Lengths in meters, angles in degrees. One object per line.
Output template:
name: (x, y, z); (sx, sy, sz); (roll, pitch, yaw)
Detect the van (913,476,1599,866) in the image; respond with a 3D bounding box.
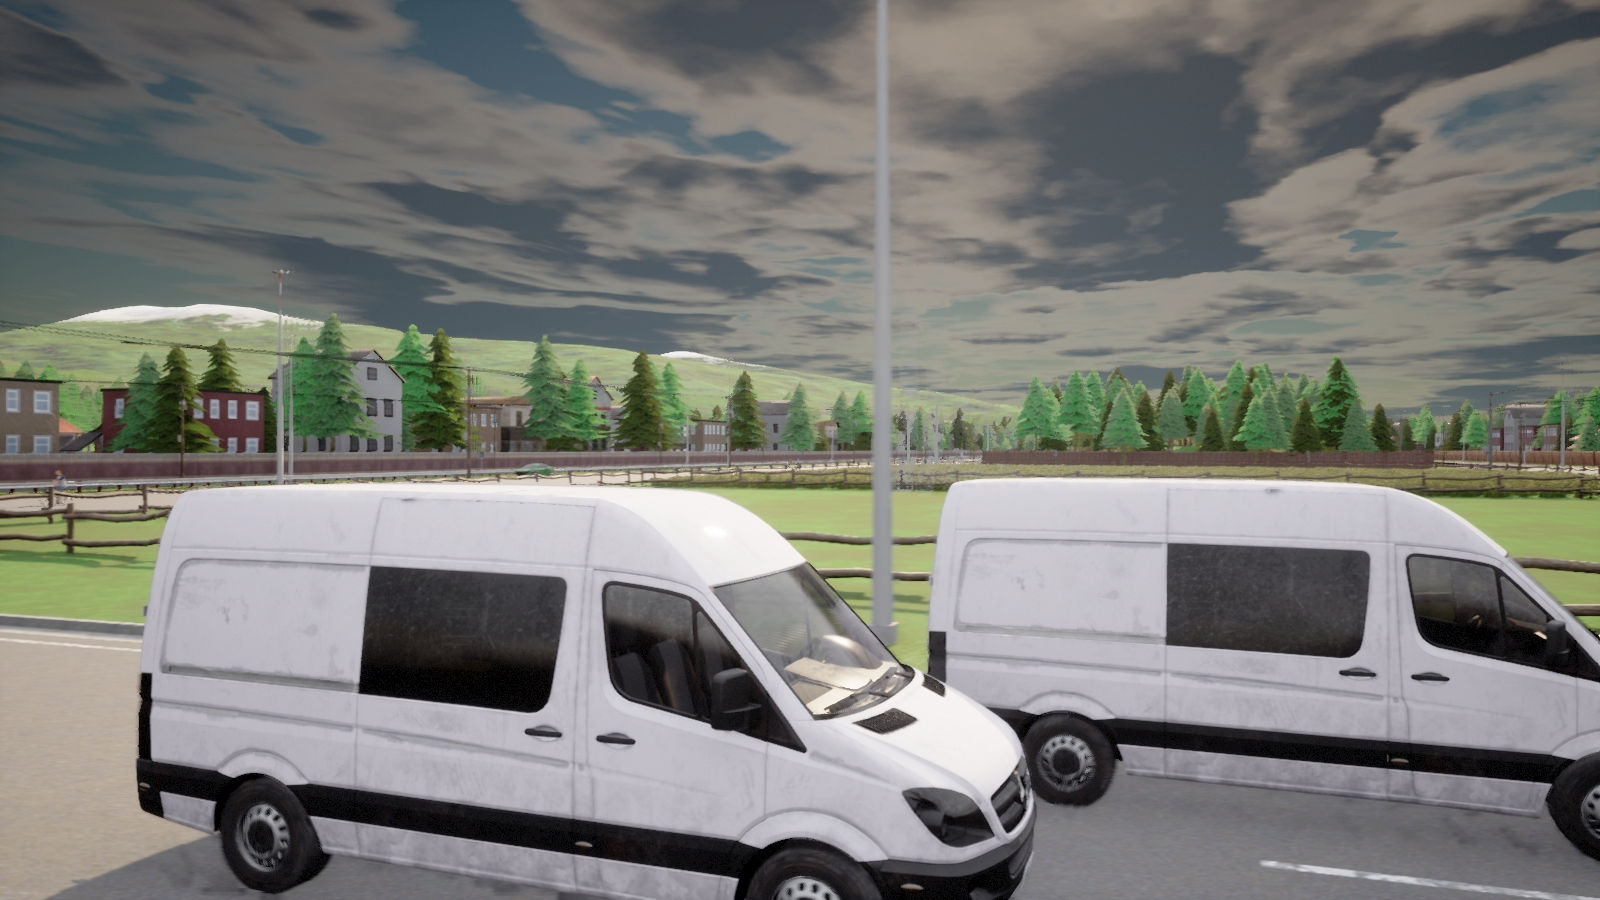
van: (4.045, 1.534, 9.286); (5.915, 2.561, 1.988); (0, 0, 20)

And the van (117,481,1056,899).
van: (-1.443, 1.534, 7.556); (5.915, 2.561, 1.988); (0, 0, 20)

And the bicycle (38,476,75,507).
bicycle: (-37.035, 2.055, 56.920); (0.373, 1.496, 1.643); (0, 0, 20)
